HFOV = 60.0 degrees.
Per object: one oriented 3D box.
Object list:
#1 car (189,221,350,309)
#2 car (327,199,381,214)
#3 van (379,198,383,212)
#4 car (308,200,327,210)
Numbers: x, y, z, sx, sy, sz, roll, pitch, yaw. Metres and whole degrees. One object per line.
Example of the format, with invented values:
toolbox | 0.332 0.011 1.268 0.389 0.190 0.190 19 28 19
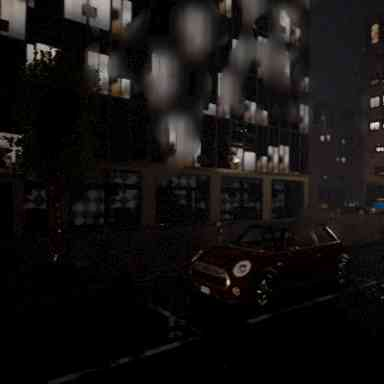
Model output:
car | 1.897 1.467 7.901 4.097 1.590 1.967 0 1 -36
car | 17.803 1.767 36.656 2.008 1.369 4.403 1 -1 -35
van | 24.689 1.706 41.437 1.690 1.788 3.998 1 -1 -35
car | 18.255 1.970 50.688 1.752 1.417 4.829 1 -1 -35
